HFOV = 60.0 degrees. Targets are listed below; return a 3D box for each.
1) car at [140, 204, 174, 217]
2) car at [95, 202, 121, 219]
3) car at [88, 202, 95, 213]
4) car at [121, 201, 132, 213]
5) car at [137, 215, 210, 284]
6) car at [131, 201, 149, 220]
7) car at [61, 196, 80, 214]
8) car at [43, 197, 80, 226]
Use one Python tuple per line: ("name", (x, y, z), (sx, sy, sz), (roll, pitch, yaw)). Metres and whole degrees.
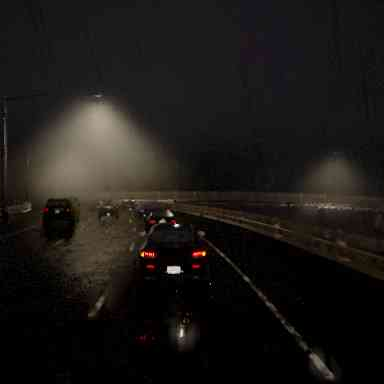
("car", (-2.039, 1.742, 21.160), (2.033, 1.411, 5.357), (0, -1, -10))
("car", (-8.339, 1.807, 32.764), (1.837, 1.490, 4.892), (0, -1, -16))
("car", (-12.617, 1.972, 44.335), (1.994, 1.385, 4.181), (0, -1, -23))
("car", (-8.607, 1.907, 43.855), (1.837, 1.490, 4.892), (0, -1, -22))
("car", (-0.568, 1.616, 9.816), (1.812, 1.442, 4.674), (0, -1, -4))
("car", (-4.418, 1.817, 31.777), (1.812, 1.442, 4.674), (0, 0, -15))
("car", (-15.580, 1.615, 42.465), (2.150, 2.045, 5.566), (0, 0, -23))
("car", (-10.030, 1.463, 25.800), (2.150, 2.045, 5.566), (0, 0, -14))
